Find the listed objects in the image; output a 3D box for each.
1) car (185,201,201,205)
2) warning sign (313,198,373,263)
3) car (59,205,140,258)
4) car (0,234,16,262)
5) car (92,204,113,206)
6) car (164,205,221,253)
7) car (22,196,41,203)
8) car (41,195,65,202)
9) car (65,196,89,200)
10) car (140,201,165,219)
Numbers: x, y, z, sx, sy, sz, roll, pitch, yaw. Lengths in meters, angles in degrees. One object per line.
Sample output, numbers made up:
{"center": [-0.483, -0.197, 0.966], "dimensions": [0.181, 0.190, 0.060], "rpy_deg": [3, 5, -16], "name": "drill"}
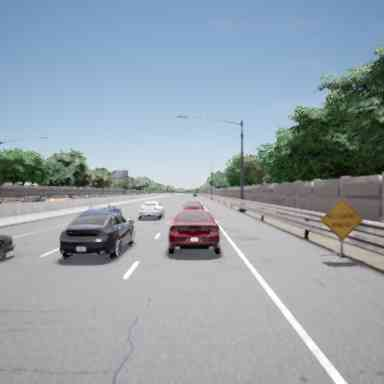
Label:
{"center": [0.095, 1.501, 28.631], "dimensions": [1.812, 1.442, 4.674], "rpy_deg": [0, 0, 0], "name": "car"}
{"center": [4.545, 1.109, 10.109], "dimensions": [1.300, 1.860, 1.060], "rpy_deg": [-1, -1, 0], "name": "warning sign"}
{"center": [-3.421, 1.498, 12.734], "dimensions": [1.837, 1.490, 4.892], "rpy_deg": [0, 1, 0], "name": "car"}
{"center": [-6.952, 1.543, 8.870], "dimensions": [2.033, 1.411, 5.357], "rpy_deg": [0, 0, 0], "name": "car"}
{"center": [-6.923, 1.579, 26.157], "dimensions": [1.895, 1.301, 4.718], "rpy_deg": [0, 0, 0], "name": "car"}
{"center": [0.085, 1.469, 13.612], "dimensions": [1.882, 1.535, 5.008], "rpy_deg": [0, -1, 0], "name": "car"}
{"center": [-24.523, 1.443, 51.553], "dimensions": [1.837, 1.490, 4.892], "rpy_deg": [0, 0, 1], "name": "car"}
{"center": [-21.029, 1.292, 51.621], "dimensions": [2.097, 1.767, 4.553], "rpy_deg": [0, 0, 0], "name": "car"}
{"center": [-17.529, 1.430, 52.236], "dimensions": [2.128, 1.511, 4.902], "rpy_deg": [0, 0, 0], "name": "car"}
{"center": [-3.407, 1.501, 28.598], "dimensions": [1.812, 1.442, 4.674], "rpy_deg": [0, 0, 0], "name": "car"}
